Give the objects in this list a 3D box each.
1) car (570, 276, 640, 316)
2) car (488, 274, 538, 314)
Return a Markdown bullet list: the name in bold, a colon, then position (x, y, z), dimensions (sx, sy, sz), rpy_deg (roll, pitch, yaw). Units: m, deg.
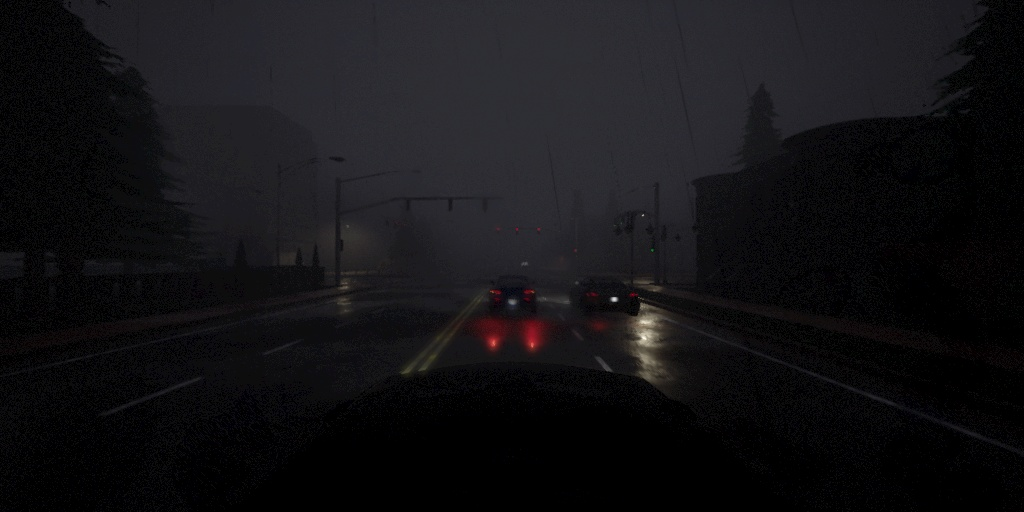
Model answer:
- **car**: position (3.545, 1.490, 14.374), dimensions (1.994, 1.385, 4.181), rpy_deg (0, -1, 0)
- **car**: position (0.047, 1.457, 14.787), dimensions (1.812, 1.442, 4.674), rpy_deg (0, -1, 0)
